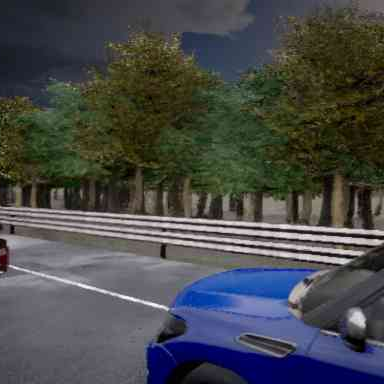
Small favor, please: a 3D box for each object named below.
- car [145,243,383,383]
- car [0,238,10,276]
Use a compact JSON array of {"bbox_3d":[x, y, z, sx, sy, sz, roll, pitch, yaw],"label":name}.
[{"bbox_3d":[2.217,1.225,2.288,5.566,2.045,2.150,0,0,35],"label":"car"},{"bbox_3d":[-6.722,1.427,8.656,5.008,1.535,1.882,0,0,35],"label":"car"}]
